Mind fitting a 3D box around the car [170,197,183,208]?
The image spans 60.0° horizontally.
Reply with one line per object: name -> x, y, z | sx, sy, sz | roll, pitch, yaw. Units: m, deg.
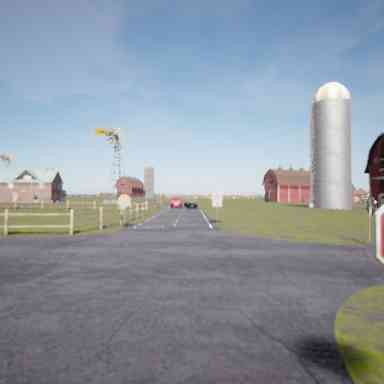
car -> -2.965, 1.998, 63.555 | 2.150, 2.045, 5.566 | 0, -1, -2

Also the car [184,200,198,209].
car -> -0.030, 2.211, 59.483 | 1.882, 1.535, 5.008 | 0, -1, -2

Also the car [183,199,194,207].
car -> -0.690, 2.304, 69.593 | 1.882, 1.535, 5.008 | 0, -1, -6
